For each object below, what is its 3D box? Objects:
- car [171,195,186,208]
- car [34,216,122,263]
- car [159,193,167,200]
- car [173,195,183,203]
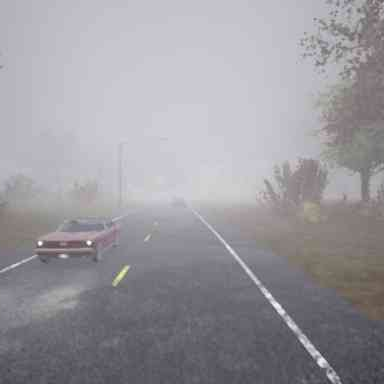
[{"bbox_3d":[-1.849,1.394,46.430,2.128,1.511,4.902,0,0,-3],"label":"car"},{"bbox_3d":[-3.875,1.598,12.080,1.895,1.301,4.718,0,0,-2],"label":"car"},{"bbox_3d":[-7.711,1.111,89.693,2.097,1.767,4.553,0,0,-3],"label":"car"},{"bbox_3d":[-2.773,1.347,63.861,1.837,1.490,4.892,0,0,-3],"label":"car"}]
